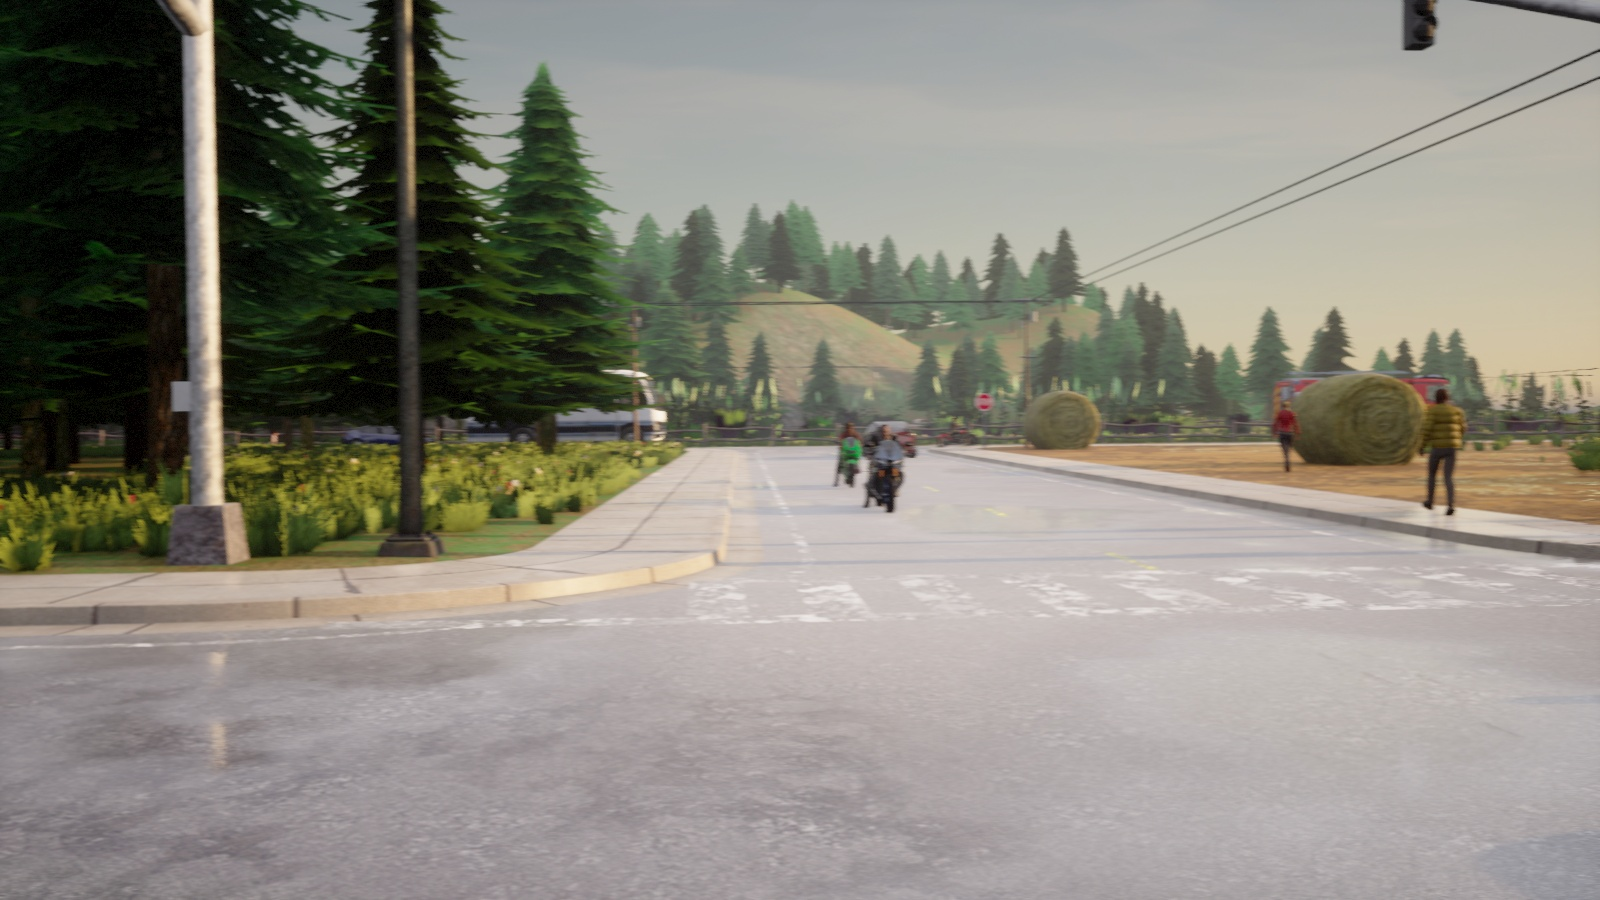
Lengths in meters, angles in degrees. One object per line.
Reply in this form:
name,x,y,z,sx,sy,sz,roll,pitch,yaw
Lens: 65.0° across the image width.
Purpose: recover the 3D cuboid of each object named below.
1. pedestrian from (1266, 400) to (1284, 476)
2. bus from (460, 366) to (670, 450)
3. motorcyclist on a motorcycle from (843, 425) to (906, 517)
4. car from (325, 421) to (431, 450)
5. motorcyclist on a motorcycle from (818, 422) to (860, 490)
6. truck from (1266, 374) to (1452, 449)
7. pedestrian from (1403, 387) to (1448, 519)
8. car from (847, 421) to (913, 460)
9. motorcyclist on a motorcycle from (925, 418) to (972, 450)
pedestrian,11.777,-0.303,31.149,0.331,1.846,0.636,0,1,14
bus,-12.135,-2.160,65.814,10.273,4.253,3.944,0,1,0
motorcyclist on a motorcycle,1.284,0.334,22.058,0.866,1.530,2.191,0,1,-3
car,-22.041,-0.768,65.749,4.792,1.488,2.163,0,1,-1
motorcyclist on a motorcycle,0.896,0.106,29.247,0.797,1.523,2.044,0,1,-3
truck,29.288,-2.010,66.032,8.468,3.827,2.891,0,1,0
pedestrian,8.903,0.035,17.897,0.370,1.835,0.726,0,1,11
car,3.203,-0.420,51.453,2.163,1.488,4.792,0,1,-3
motorcyclist on a motorcycle,7.690,-0.836,64.986,2.350,1.649,0.766,-1,3,-22
